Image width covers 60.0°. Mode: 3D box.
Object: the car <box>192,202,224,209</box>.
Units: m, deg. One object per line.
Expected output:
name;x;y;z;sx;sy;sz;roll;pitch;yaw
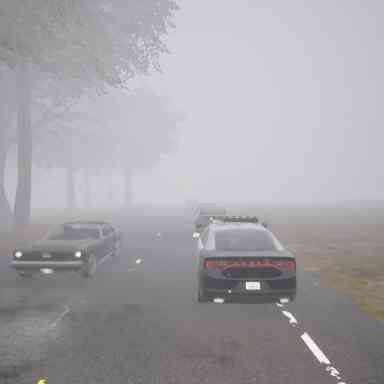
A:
car;1.065;1.505;18.243;1.837;1.490;4.892;0;0;0

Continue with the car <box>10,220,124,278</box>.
car;-3.491;1.598;10.218;1.895;1.301;4.718;0;0;0

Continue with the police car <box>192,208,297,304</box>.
police car;1.058;1.423;8.350;1.930;1.638;5.238;0;0;0

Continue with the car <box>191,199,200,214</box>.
car;1.069;1.508;24.245;1.837;1.490;4.892;0;0;0

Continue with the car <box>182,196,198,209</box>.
car;0.060;1.580;45.911;2.033;1.411;5.357;0;0;0

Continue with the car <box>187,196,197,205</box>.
car;0.047;1.578;63.642;1.882;1.535;5.008;0;0;0
